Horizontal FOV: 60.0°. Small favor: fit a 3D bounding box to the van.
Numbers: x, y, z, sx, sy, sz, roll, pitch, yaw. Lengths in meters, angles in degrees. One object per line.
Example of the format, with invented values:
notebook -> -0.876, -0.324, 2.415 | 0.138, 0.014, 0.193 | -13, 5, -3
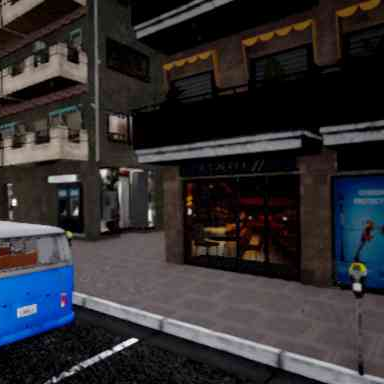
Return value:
van -> -3.710, 1.358, 5.539 | 3.998, 1.788, 1.690 | 0, -1, 36
